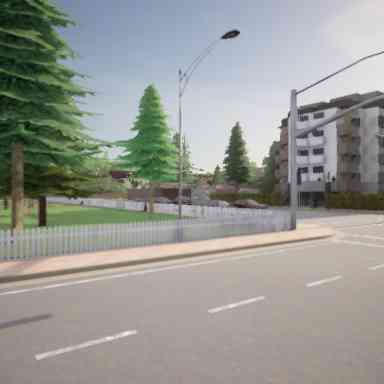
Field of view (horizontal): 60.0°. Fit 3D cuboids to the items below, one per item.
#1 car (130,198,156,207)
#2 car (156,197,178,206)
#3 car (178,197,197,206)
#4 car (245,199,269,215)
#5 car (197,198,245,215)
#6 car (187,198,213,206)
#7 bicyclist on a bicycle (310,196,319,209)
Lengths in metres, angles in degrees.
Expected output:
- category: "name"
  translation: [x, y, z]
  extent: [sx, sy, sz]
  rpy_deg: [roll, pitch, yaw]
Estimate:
- category: "car"
  translation: [-7.480, 1.616, 49.122]
  extent: [1.994, 1.385, 4.181]
  rpy_deg: [0, 0, -34]
- category: "car"
  translation: [-4.578, 1.567, 51.080]
  extent: [1.837, 1.490, 4.892]
  rpy_deg: [0, 0, -34]
- category: "car"
  translation: [-1.680, 1.535, 53.042]
  extent: [1.837, 1.490, 4.892]
  rpy_deg: [0, 0, -34]
- category: "car"
  translation: [5.984, 1.503, 35.279]
  extent: [1.882, 1.535, 5.008]
  rpy_deg: [0, 0, -34]
- category: "car"
  translation: [2.824, 1.548, 33.732]
  extent: [1.812, 1.442, 4.674]
  rpy_deg: [0, 0, -34]
- category: "car"
  translation: [1.203, 1.634, 55.026]
  extent: [1.895, 1.301, 4.718]
  rpy_deg: [0, 0, -34]
- category: "bicyclist on a bicycle"
  translation: [15.188, 1.337, 41.268]
  extent: [1.656, 1.620, 0.582]
  rpy_deg: [0, 0, -34]
